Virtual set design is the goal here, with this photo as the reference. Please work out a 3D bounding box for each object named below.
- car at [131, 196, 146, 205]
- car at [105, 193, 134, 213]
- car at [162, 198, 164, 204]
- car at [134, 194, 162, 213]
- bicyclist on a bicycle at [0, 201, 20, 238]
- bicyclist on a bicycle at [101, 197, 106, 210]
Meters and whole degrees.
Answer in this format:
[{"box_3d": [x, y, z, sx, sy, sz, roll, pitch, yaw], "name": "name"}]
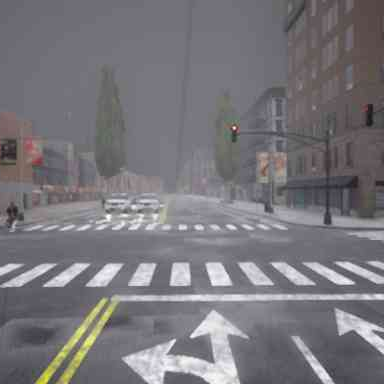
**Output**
[{"box_3d": [-9.305, 1.445, 58.642, 2.128, 1.511, 4.902, 0, 0, -3], "name": "car"}, {"box_3d": [-7.976, 1.185, 36.382, 2.150, 2.045, 5.566, 0, 0, -3], "name": "car"}, {"box_3d": [-5.995, 1.459, 57.702, 1.837, 1.490, 4.892, 0, 0, -3], "name": "car"}, {"box_3d": [-4.720, 1.185, 36.353, 2.150, 2.045, 5.566, 0, 0, -4], "name": "car"}, {"box_3d": [-9.107, 1.348, 16.662, 0.659, 1.776, 1.843, 0, 0, -2], "name": "bicyclist on a bicycle"}, {"box_3d": [-10.799, 1.414, 40.676, 0.582, 1.620, 1.656, 0, 0, -2], "name": "bicyclist on a bicycle"}]
